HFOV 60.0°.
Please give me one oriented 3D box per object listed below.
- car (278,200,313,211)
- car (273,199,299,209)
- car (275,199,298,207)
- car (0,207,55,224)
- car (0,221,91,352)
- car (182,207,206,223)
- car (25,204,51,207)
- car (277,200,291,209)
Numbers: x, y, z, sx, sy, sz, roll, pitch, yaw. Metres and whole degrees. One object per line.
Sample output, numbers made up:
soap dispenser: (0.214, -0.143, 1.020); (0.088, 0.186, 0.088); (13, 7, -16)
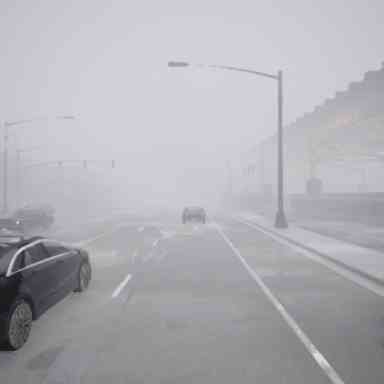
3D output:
car: (16.033, 2.011, 51.900); (2.038, 1.542, 4.974); (0, -1, -36)
car: (16.030, 2.060, 56.507); (2.038, 1.542, 4.974); (-1, -1, 44)
car: (16.066, 1.902, 56.547); (1.853, 1.218, 4.536); (-1, -1, 44)
car: (-10.498, 1.818, 20.857); (1.895, 1.301, 4.718); (0, -1, 1)
car: (-3.390, 1.557, 6.244); (2.128, 1.511, 4.902); (0, -1, 0)
car: (0.147, 1.903, 28.447); (1.895, 1.301, 4.718); (0, -1, 0)
car: (-13.951, 1.787, 29.677); (1.882, 1.535, 5.008); (0, -1, 0)
car: (16.064, 1.853, 51.860); (1.853, 1.218, 4.536); (0, -1, -36)
